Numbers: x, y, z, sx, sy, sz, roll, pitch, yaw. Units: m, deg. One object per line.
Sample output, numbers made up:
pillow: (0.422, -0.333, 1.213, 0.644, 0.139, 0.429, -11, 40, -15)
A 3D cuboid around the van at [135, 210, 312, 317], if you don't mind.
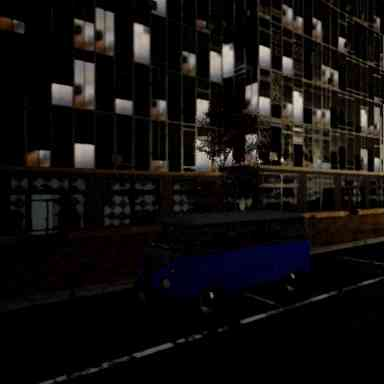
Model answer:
van: (0.821, 1.326, 7.144, 3.998, 1.788, 1.690, 0, 0, -35)
